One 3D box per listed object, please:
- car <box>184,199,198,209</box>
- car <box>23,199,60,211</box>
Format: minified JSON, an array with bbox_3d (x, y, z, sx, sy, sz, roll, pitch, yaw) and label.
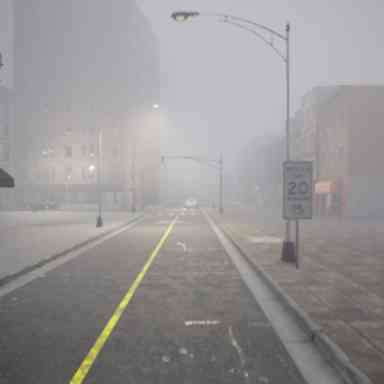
[{"bbox_3d":[-0.069,1.729,49.267,1.812,1.442,4.674,0,0,0],"label":"car"},{"bbox_3d":[-20.213,1.755,44.674,4.892,1.490,1.837,0,0,10],"label":"car"}]
